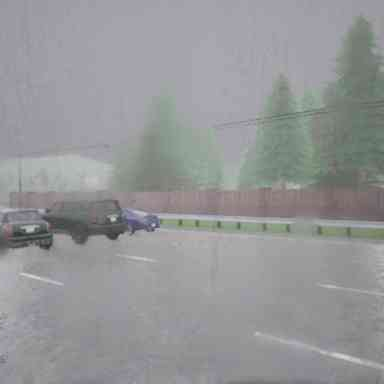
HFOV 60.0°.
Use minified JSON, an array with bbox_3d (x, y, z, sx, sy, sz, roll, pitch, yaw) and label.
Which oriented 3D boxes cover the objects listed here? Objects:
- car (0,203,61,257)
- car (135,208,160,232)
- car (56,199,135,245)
[{"bbox_3d":[-7.805,1.482,13.742,4.553,1.767,2.097,-1,-1,36],"label":"car"},{"bbox_3d":[-3.980,1.660,19.615,4.674,1.442,1.812,0,0,36],"label":"car"},{"bbox_3d":[-5.736,1.348,16.563,5.566,2.045,2.150,0,0,36],"label":"car"}]
